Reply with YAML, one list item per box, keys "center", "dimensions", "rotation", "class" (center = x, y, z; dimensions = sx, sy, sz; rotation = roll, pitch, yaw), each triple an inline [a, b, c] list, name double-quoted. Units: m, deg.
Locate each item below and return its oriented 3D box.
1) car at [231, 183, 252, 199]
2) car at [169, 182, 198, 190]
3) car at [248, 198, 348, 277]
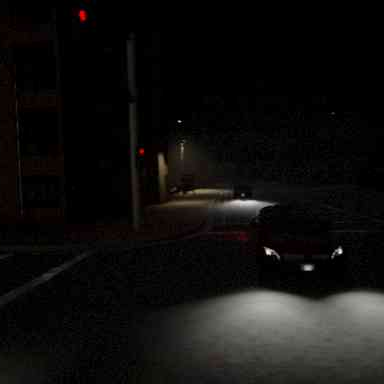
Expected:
- center: [5.139, -0.122, 34.340]
  dimensions: [2.128, 1.511, 4.902]
  rotation: [-1, 3, 6]
  class: "car"
- center: [-1.495, -1.028, 59.060]
  dimensions: [5.008, 1.535, 1.882]
  rotation: [-2, 2, 8]
  class: "car"
- center: [2.496, 1.101, 8.811]
  dimensions: [1.812, 1.442, 4.674]
  rotation: [-1, 3, 6]
  class: "car"
